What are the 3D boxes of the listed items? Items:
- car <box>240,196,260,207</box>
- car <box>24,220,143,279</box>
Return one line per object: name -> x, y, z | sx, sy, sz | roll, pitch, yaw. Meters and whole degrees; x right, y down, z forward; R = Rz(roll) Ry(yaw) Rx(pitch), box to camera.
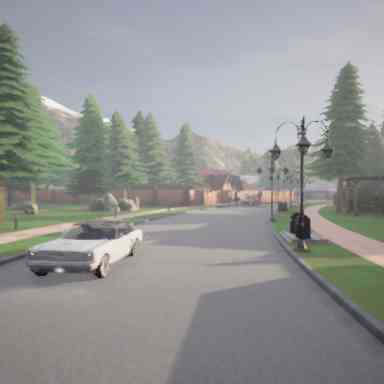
car -> 8.915, 1.343, 51.055 | 2.097, 1.767, 4.553 | 0, 0, 27
car -> -2.971, 1.580, 10.194 | 1.895, 1.301, 4.718 | 0, 0, 6
